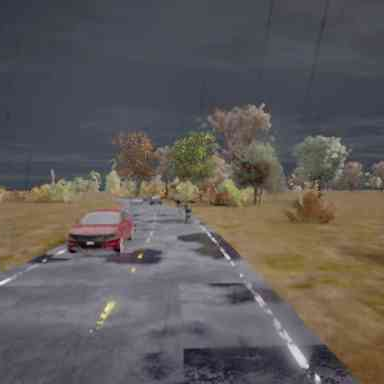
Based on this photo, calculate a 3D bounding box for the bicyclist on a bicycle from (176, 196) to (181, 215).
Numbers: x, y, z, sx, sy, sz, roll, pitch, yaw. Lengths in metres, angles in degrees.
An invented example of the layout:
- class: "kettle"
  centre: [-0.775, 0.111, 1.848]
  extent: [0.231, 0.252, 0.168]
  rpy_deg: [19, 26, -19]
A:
- class: "bicyclist on a bicycle"
  centre: [-1.278, 1.290, 32.009]
  extent: [0.659, 1.776, 1.843]
  rpy_deg: [0, 0, -7]

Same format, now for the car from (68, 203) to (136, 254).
- class: "car"
  centre: [-3.567, 1.447, 13.699]
  extent: [1.882, 1.535, 5.008]
  rpy_deg: [0, 0, -3]

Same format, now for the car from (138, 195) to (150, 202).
- class: "car"
  centre: [-10.752, 1.443, 73.801]
  extent: [1.895, 1.301, 4.718]
  rpy_deg: [0, 0, -17]

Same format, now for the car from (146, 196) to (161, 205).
- class: "car"
  centre: [-6.307, 1.399, 56.649]
  extent: [1.812, 1.442, 4.674]
  rpy_deg: [0, 0, -12]

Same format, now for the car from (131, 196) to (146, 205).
- class: "car"
  centre: [-9.216, 1.483, 55.491]
  extent: [1.895, 1.301, 4.718]
  rpy_deg: [0, 0, -12]

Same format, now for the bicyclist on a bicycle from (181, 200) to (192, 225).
- class: "bicyclist on a bicycle"
  centre: [-0.243, 1.394, 22.323]
  extent: [0.582, 1.620, 1.656]
  rpy_deg: [0, 0, -5]
